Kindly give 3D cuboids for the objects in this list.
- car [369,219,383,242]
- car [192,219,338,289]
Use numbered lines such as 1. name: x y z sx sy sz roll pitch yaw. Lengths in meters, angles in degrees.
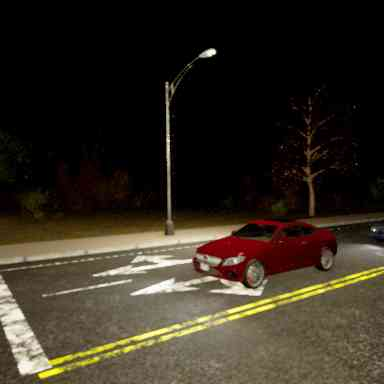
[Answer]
1. car: 10.050 1.454 14.788 5.357 1.411 2.033 0 0 -35
2. car: 2.192 1.499 9.216 4.674 1.442 1.812 0 0 -36
